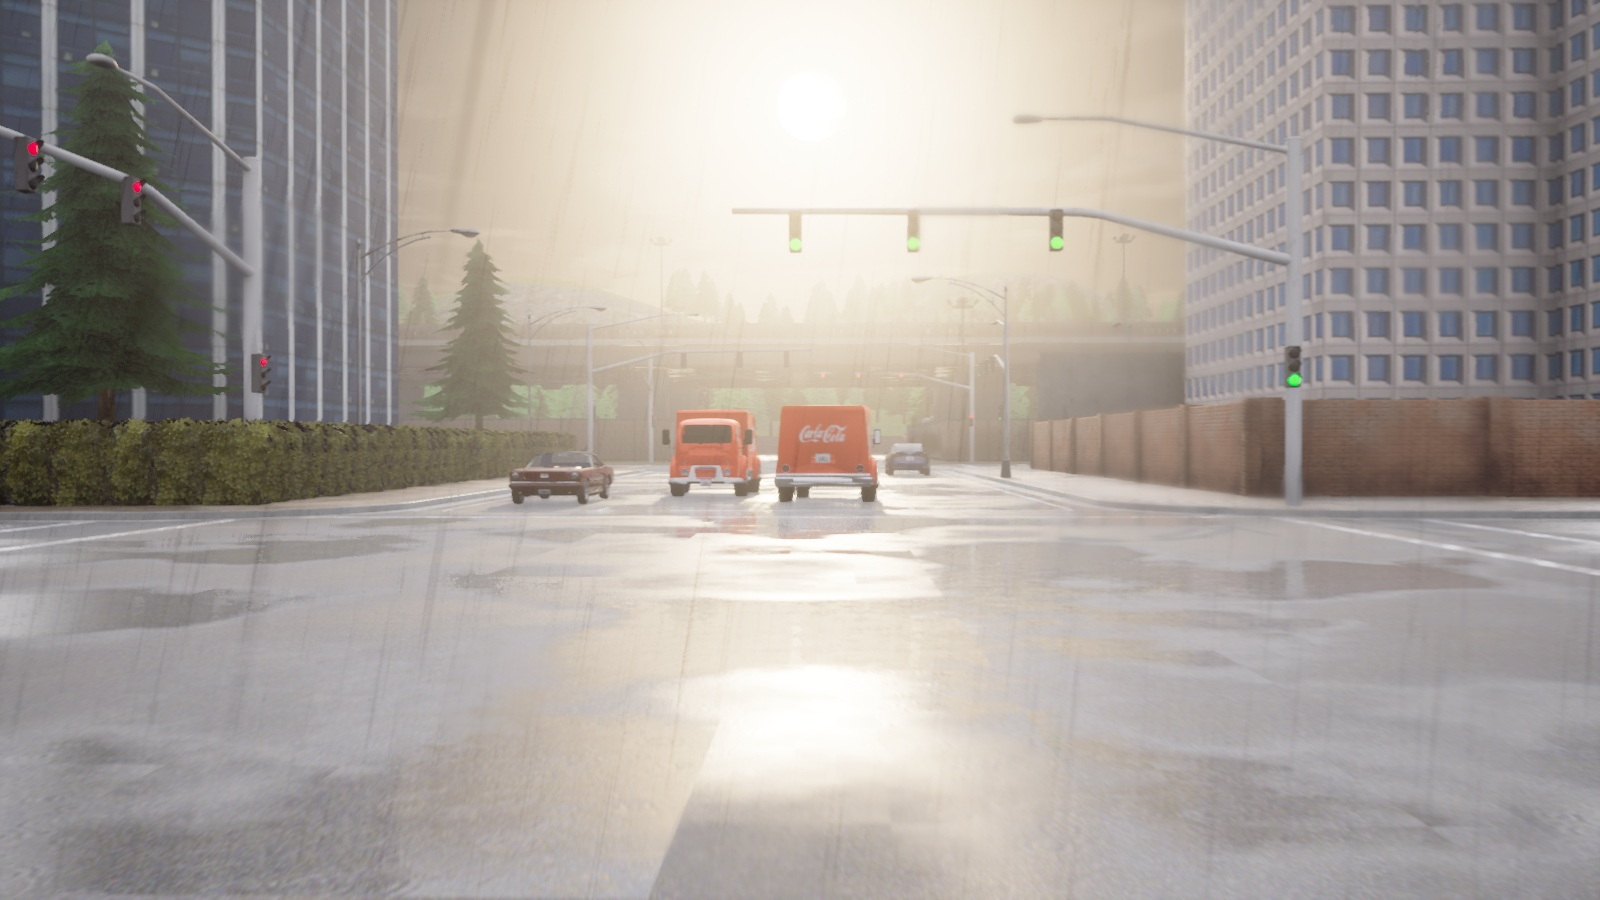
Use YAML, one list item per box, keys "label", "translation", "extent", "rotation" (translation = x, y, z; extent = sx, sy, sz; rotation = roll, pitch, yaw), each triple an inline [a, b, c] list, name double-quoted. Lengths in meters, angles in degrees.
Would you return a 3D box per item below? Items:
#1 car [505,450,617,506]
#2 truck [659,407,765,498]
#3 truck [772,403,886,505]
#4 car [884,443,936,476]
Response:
- label: "car"
  translation: [-6.078, 0.674, 32.515]
  extent: [1.895, 1.301, 4.718]
  rotation: [0, 0, 2]
- label: "truck"
  translation: [-2.465, 0.064, 36.778]
  extent: [2.627, 2.467, 5.204]
  rotation: [0, 0, 1]
- label: "truck"
  translation: [0.870, 0.082, 33.294]
  extent: [2.627, 2.467, 5.204]
  rotation: [0, 0, 6]
- label: "car"
  translation: [5.132, 0.429, 59.261]
  extent: [2.163, 1.488, 4.792]
  rotation: [0, 0, 2]
